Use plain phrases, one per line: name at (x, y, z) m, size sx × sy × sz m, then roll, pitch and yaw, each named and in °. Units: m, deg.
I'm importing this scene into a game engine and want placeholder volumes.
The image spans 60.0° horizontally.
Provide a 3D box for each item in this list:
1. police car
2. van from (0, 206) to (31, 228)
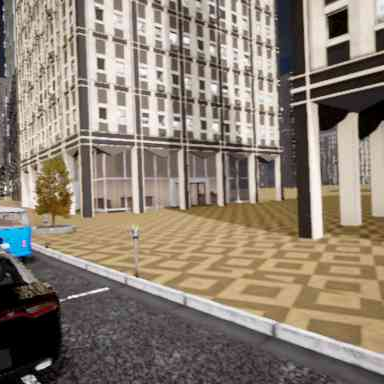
police car at (-3.758, 1.442, 5.052) m, size 1.930 × 1.638 × 5.238 m, roll -2°, pitch 1°, yaw -43°
van at (-6.679, 1.351, 11.030) m, size 1.690 × 1.788 × 3.998 m, roll -1°, pitch 0°, yaw -42°
